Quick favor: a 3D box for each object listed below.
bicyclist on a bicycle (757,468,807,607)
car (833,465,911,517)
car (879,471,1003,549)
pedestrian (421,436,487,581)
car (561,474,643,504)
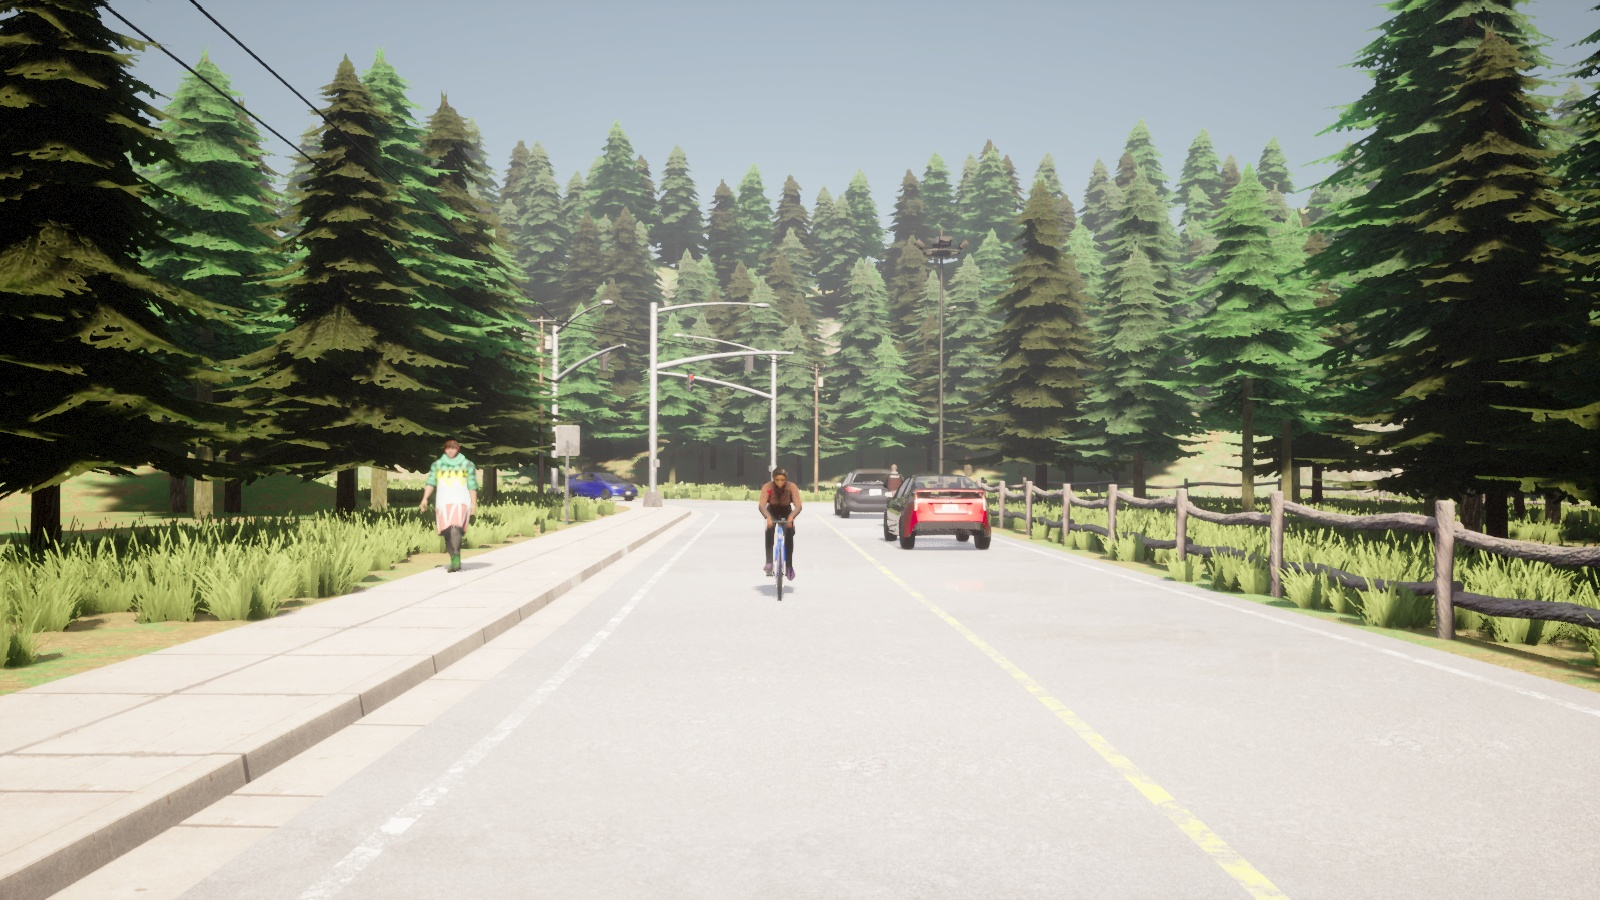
[{"bbox_3d":[-0.243,1.036,15.571,0.582,1.620,1.656,0,-1,-2],"label":"bicyclist on a bicycle"},{"bbox_3d":[2.401,1.381,43.205,2.242,1.667,4.611,0,-1,-2],"label":"car"},{"bbox_3d":[2.901,1.207,26.798,2.007,1.525,4.514,0,-1,-2],"label":"car"},{"bbox_3d":[-4.775,0.792,17.364,0.659,1.952,0.873,0,-1,2],"label":"pedestrian"},{"bbox_3d":[-10.019,1.940,63.469,4.193,1.474,1.816,-1,-1,41],"label":"car"}]
